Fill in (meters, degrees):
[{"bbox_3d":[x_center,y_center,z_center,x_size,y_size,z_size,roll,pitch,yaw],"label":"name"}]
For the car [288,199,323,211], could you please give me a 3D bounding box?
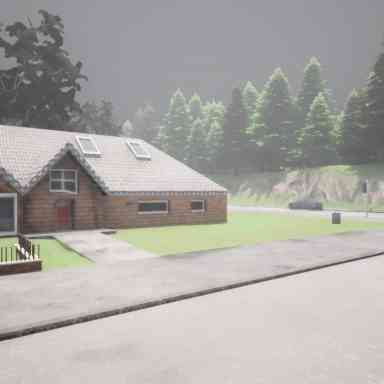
[{"bbox_3d":[13.879,1.564,40.833,1.994,1.385,4.181,0,0,-35],"label":"car"}]
